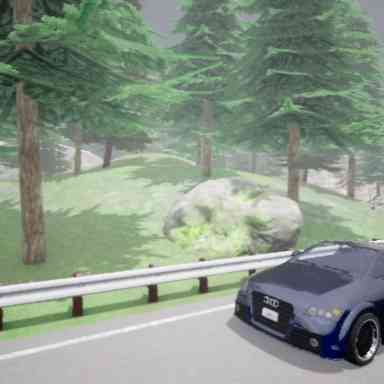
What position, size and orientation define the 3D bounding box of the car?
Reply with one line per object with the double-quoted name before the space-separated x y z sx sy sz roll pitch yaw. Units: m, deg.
"car" 2.782 1.572 5.808 4.181 1.385 1.994 1 0 -33
